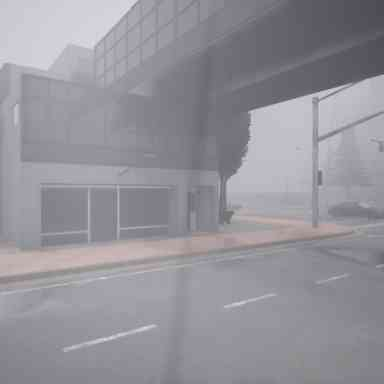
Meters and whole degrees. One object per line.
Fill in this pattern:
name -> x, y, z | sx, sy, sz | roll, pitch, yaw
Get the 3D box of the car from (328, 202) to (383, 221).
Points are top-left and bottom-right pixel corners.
car -> 13.545, 1.526, 27.300 | 1.812, 1.442, 4.674 | 0, 0, -38

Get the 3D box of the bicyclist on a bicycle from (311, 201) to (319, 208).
bicyclist on a bicycle -> 15.781, 1.300, 42.744 | 1.656, 1.620, 0.582 | 0, 0, -36

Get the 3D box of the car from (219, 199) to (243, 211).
car -> 3.799, 1.547, 40.598 | 2.033, 1.411, 5.357 | 0, 0, -36
